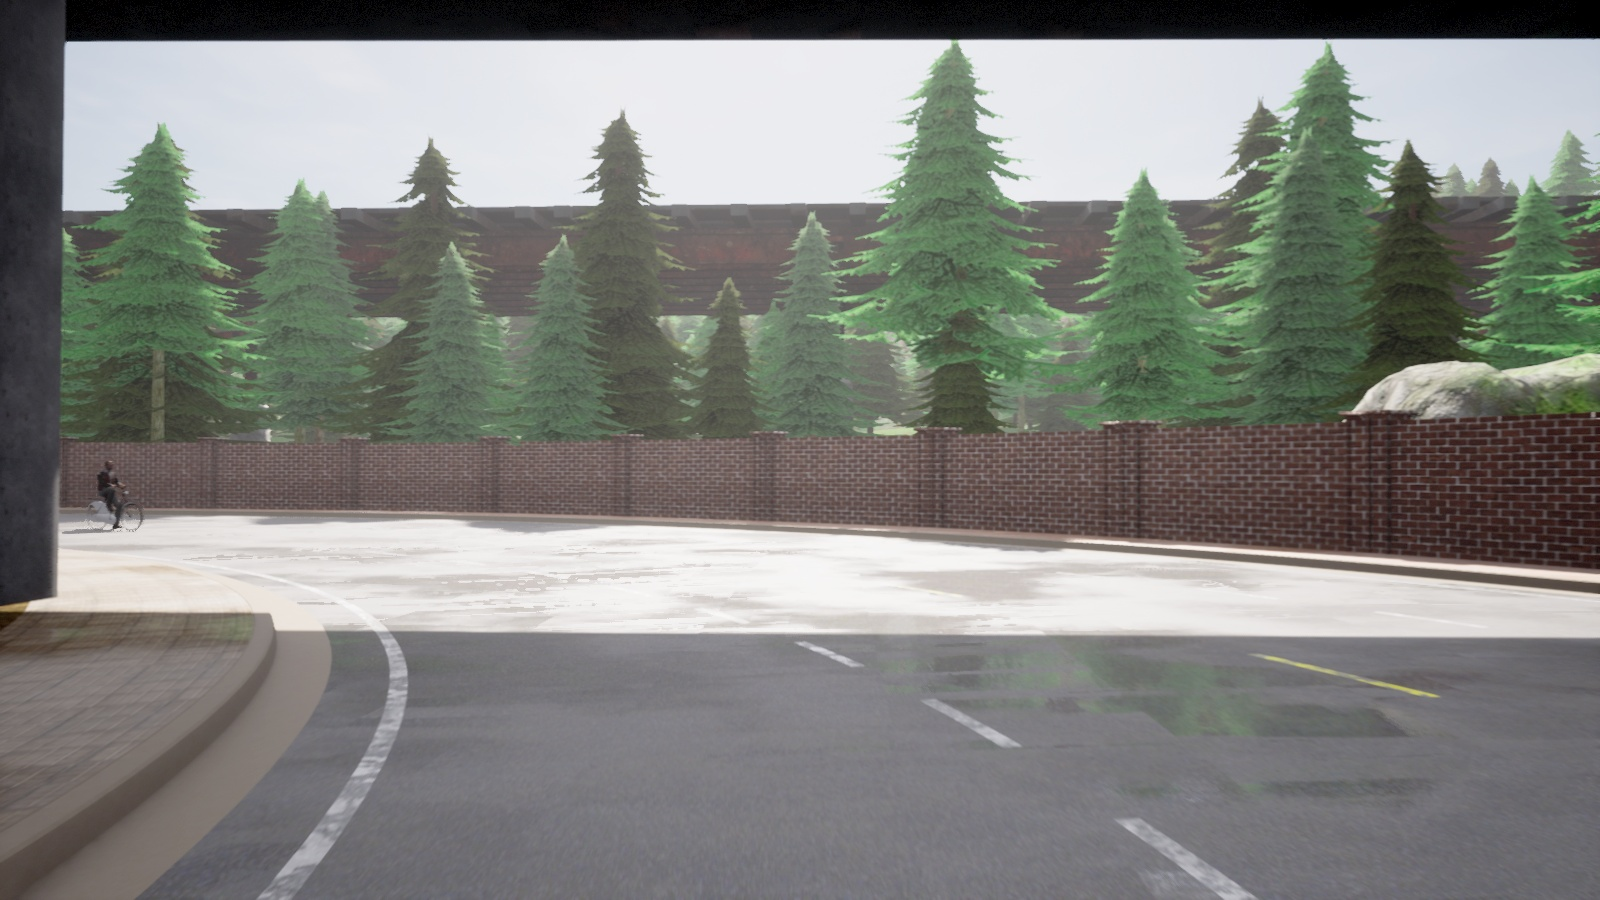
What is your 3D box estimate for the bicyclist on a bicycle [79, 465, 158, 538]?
[{"bbox_3d":[-16.956,1.281,31.233,1.843,1.776,0.659,-1,-1,20],"label":"bicyclist on a bicycle"}]
